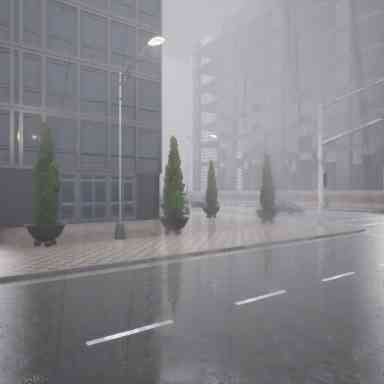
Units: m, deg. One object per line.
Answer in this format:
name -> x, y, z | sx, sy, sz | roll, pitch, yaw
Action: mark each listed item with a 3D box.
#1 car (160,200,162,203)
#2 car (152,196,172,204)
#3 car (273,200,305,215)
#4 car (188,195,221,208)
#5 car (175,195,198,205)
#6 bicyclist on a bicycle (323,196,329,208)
car -> -3.829, 1.547, 59.927 | 2.128, 1.511, 4.902 | 0, 0, -36
car -> -6.312, 1.560, 69.161 | 1.837, 1.490, 4.892 | 0, 0, -36
car -> 9.709, 1.581, 35.252 | 1.812, 1.442, 4.674 | 0, 0, -36
car -> 1.976, 1.408, 45.809 | 2.097, 1.767, 4.553 | 0, 0, -36
car -> -1.005, 1.407, 61.995 | 2.097, 1.767, 4.553 | 0, 0, -36
bicyclist on a bicycle -> 17.854, 1.356, 44.381 | 1.656, 1.620, 0.582 | 0, 0, -36
